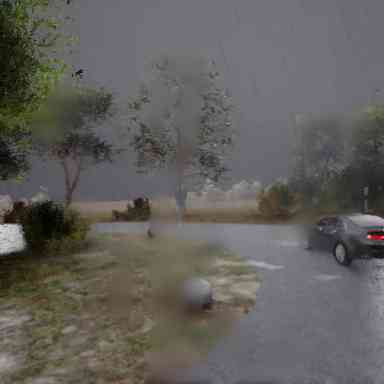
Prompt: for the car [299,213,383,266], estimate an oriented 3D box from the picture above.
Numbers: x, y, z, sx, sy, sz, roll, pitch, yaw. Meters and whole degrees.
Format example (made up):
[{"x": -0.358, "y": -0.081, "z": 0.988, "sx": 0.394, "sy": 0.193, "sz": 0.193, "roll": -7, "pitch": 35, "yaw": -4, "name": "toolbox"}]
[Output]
[{"x": 5.375, "y": 1.509, "z": 11.621, "sx": 1.837, "sy": 1.490, "sz": 4.892, "roll": 0, "pitch": -2, "yaw": -3, "name": "car"}]
